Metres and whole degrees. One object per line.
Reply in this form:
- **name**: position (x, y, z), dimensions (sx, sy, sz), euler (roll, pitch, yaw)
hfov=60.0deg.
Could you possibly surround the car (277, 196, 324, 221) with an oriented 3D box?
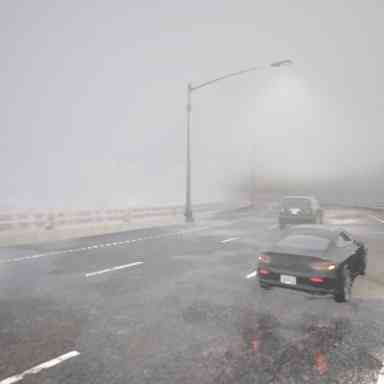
- **car**: position (7.284, 1.310, 21.854), dimensions (2.150, 2.045, 5.566), euler (1, 0, 28)

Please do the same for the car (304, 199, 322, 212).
- **car**: position (15.418, 1.665, 42.498), dimensions (1.882, 1.535, 5.008), euler (1, 0, 16)

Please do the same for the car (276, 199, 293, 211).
- **car**: position (12.327, 1.704, 44.190), dimensions (2.033, 1.411, 5.357), euler (1, 0, 15)

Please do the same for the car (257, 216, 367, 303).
- **car**: position (3.182, 1.562, 8.392), dimensions (1.812, 1.442, 4.674), euler (1, 0, 34)
